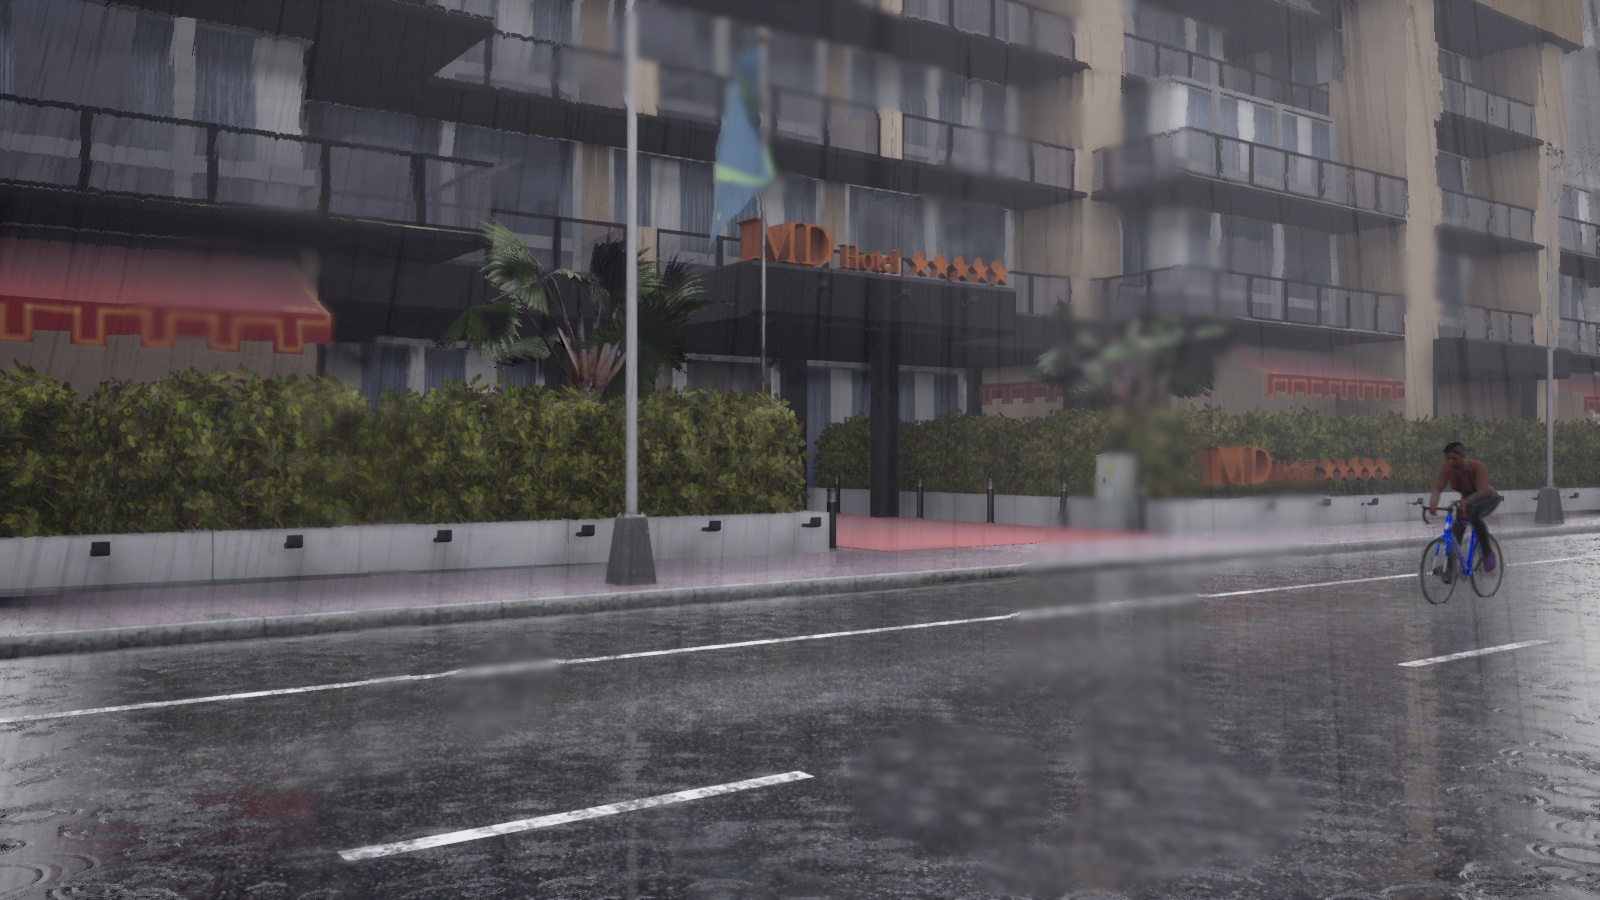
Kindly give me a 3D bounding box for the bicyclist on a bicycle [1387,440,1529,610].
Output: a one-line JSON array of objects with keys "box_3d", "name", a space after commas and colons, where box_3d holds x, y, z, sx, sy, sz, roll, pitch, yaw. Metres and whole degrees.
[{"box_3d": [6.687, 0.715, 12.735, 1.656, 1.620, 0.582, 0, 0, -36], "name": "bicyclist on a bicycle"}]
